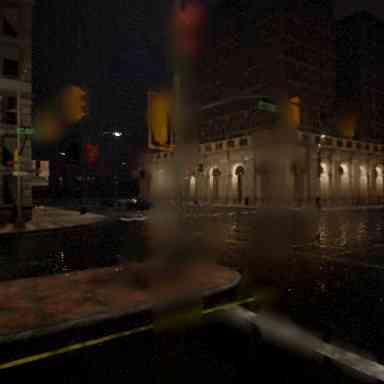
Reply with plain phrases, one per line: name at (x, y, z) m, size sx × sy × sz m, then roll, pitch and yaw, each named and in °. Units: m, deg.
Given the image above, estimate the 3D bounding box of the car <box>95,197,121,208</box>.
car at (-11.867, 1.449, 48.005) m, size 1.812 × 1.442 × 4.674 m, roll 0°, pitch 0°, yaw -35°

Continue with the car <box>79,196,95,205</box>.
car at (-17.672, 1.448, 56.272) m, size 1.812 × 1.442 × 4.674 m, roll 0°, pitch 0°, yaw -35°

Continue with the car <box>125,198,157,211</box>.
car at (-6.262, 1.471, 40.176) m, size 2.033 × 1.411 × 5.357 m, roll 0°, pitch 0°, yaw -36°
